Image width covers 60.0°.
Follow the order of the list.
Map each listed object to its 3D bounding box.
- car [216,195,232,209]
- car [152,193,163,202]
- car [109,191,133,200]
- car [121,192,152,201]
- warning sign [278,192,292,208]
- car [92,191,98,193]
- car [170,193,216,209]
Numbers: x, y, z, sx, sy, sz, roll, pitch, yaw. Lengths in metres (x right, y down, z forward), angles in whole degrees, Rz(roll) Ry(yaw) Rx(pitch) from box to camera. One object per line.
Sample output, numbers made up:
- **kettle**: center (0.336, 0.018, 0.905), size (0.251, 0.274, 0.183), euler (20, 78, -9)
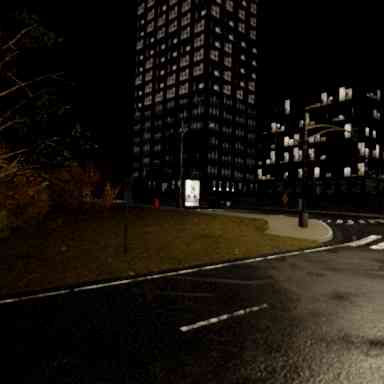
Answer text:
- **car**: center (2.135, 0.985, 35.471), size (2.128, 1.511, 4.902), euler (3, -1, -40)
- **car**: center (-6.800, 0.909, 56.038), size (1.994, 1.385, 4.181), euler (3, -1, -41)
- **car**: center (-13.550, 0.652, 63.454), size (2.128, 1.511, 4.902), euler (3, -1, -43)
- **car**: center (-9.271, 0.774, 53.932), size (2.033, 1.411, 5.357), euler (3, -1, -41)
- **warning sign**: center (11.041, 1.000, 39.564), size (1.300, 1.860, 1.060), euler (2, -1, -40)
- **car**: center (-16.286, 0.156, 51.966), size (2.150, 2.045, 5.566), euler (3, -1, -42)
- **car**: center (-0.252, 0.884, 33.261), size (1.837, 1.490, 4.892), euler (3, -1, -40)
